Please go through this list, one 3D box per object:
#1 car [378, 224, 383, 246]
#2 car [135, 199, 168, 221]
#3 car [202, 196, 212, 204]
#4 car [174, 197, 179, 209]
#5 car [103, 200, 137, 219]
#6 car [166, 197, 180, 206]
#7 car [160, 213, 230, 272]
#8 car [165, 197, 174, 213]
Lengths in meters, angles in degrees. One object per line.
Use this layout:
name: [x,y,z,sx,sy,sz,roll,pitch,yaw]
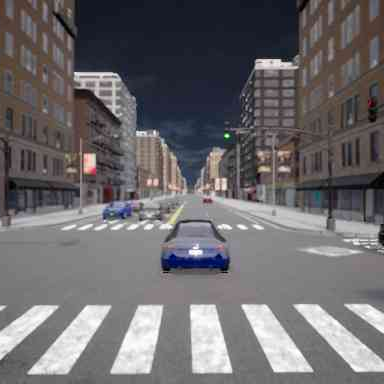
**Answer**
car: [9.525,1.528,12.393,5.008,1.535,1.882,0,-2,-12]
car: [-3.356,1.608,28.323,1.812,1.442,4.674,0,0,0]
car: [3.241,1.669,69.951,1.882,1.535,5.008,0,0,0]
car: [-3.337,1.638,47.588,1.837,1.490,4.892,0,0,0]
car: [-6.598,1.564,29.898,1.882,1.535,5.008,0,0,0]
car: [-3.279,1.651,58.262,2.128,1.511,4.902,0,0,0]
car: [0.098,1.596,10.915,1.994,1.385,4.181,0,0,0]
car: [-3.351,1.612,37.575,1.837,1.490,4.892,0,0,0]
